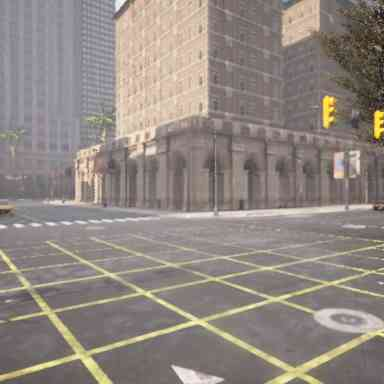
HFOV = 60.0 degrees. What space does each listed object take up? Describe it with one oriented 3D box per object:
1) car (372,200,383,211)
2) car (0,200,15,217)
[{"bbox_3d":[22.626,1.494,38.125,4.718,1.301,1.895,0,0,-36],"label":"car"},{"bbox_3d":[-17.767,1.470,30.813,1.882,1.535,5.008,0,0,-36],"label":"car"}]
